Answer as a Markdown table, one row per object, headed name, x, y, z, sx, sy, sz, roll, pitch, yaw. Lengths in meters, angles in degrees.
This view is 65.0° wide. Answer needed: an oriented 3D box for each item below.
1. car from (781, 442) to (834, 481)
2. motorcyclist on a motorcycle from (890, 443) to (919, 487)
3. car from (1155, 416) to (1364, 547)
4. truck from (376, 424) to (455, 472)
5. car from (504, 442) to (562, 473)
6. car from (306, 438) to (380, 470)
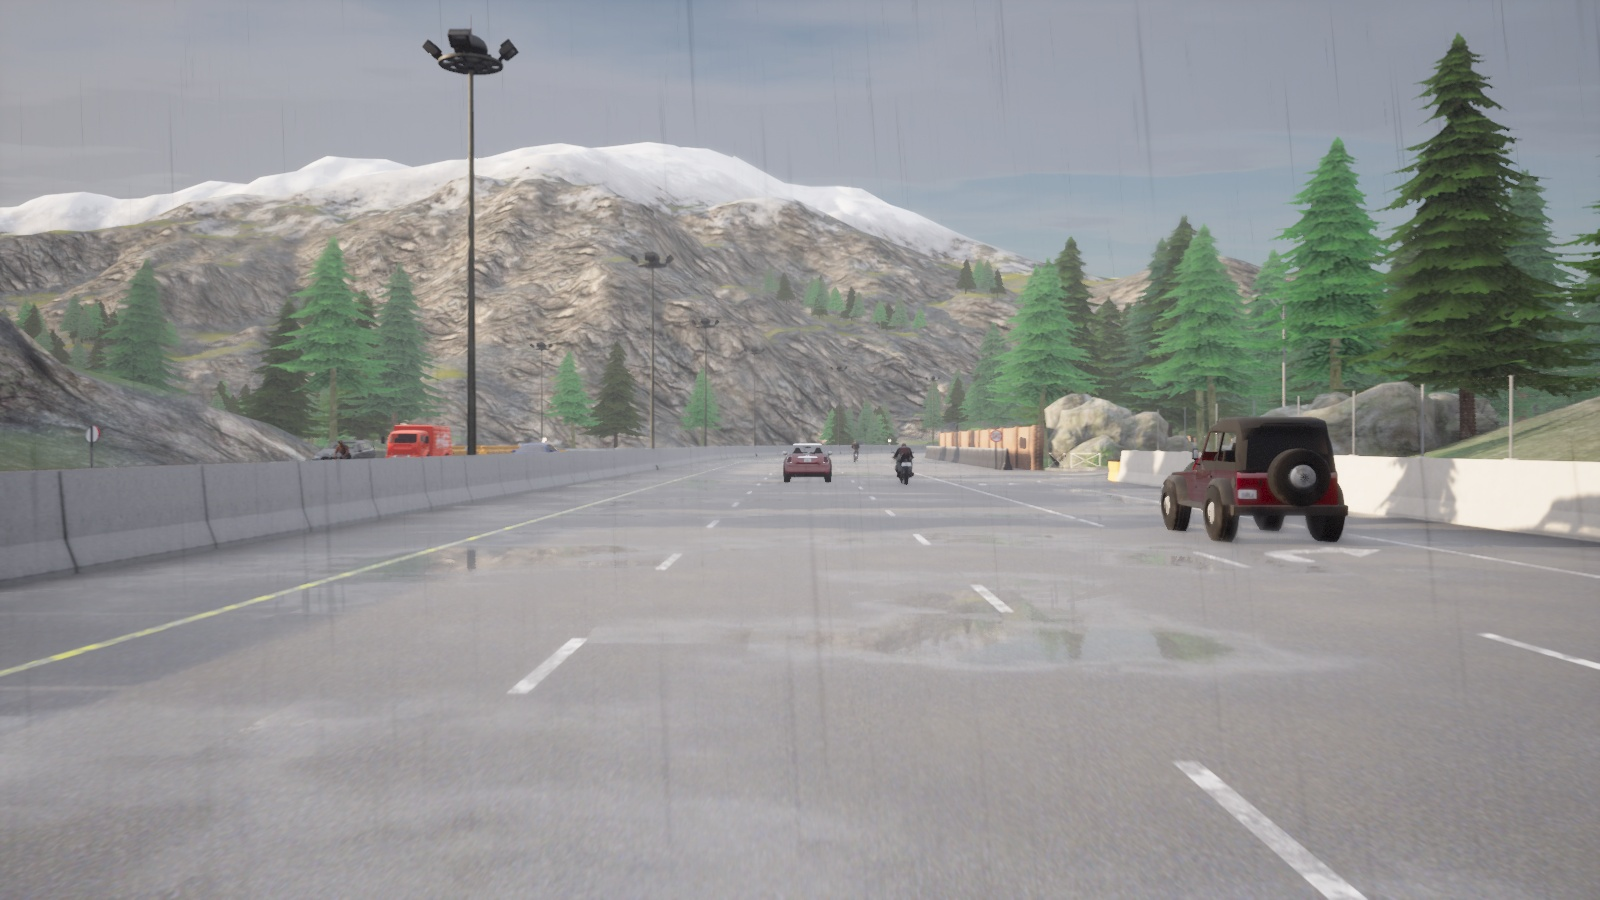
| name | x | y | z | sx | sy | sz | roll | pitch | yaw |
| --- | --- | --- | --- | --- | --- | --- | --- | --- | --- |
| car | 0.295 | 0.435 | 49.212 | 1.970 | 1.475 | 3.806 | 0 | 0 | 0 |
| motorcyclist on a motorcycle | 3.774 | 0.528 | 45.554 | 0.866 | 1.530 | 2.191 | 0 | 0 | 0 |
| car | 7.129 | 0.436 | 19.915 | 1.905 | 1.878 | 3.866 | 0 | 0 | 0 |
| truck | -20.601 | -0.137 | 67.514 | 2.627 | 2.467 | 5.204 | 0 | 0 | 0 |
| car | -13.619 | 0.351 | 64.364 | 1.882 | 1.535 | 5.008 | 0 | 0 | 0 |
| car | -24.107 | 0.197 | 66.454 | 2.242 | 1.667 | 4.611 | 0 | 0 | 0 |
